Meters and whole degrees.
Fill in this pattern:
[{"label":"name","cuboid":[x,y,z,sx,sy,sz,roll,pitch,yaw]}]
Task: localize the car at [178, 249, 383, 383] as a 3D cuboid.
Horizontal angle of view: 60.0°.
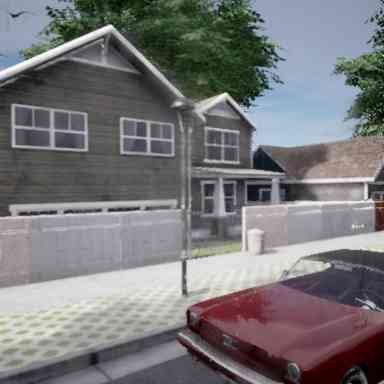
[{"label":"car","cuboid":[2.175,1.579,4.624,4.718,1.301,1.895,0,0,-36]}]
